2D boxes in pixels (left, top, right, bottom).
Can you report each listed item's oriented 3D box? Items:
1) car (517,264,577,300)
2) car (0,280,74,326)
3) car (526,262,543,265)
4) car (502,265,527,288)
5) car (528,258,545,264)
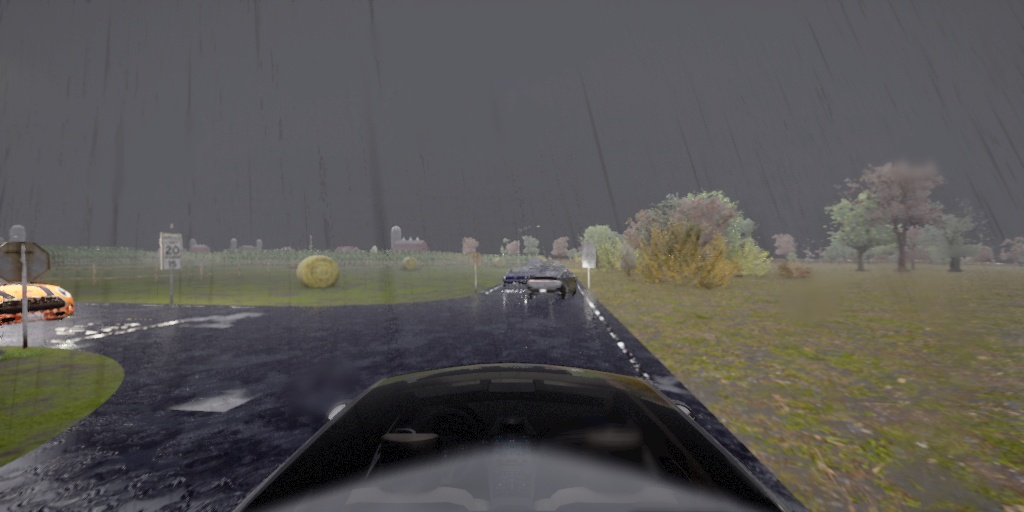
[{"bbox_3d":[2.143,1.361,18.426,2.128,1.511,4.902,0,0,18],"label":"car"},{"bbox_3d":[-15.687,1.124,10.399,4.553,1.767,2.097,0,0,7],"label":"car"},{"bbox_3d":[1.722,1.573,35.951,1.994,1.385,4.181,0,0,7],"label":"car"},{"bbox_3d":[0.479,1.535,26.066,1.895,1.301,4.718,0,0,7],"label":"car"},{"bbox_3d":[3.039,1.315,46.404,2.150,2.045,5.566,0,-1,7],"label":"car"}]
